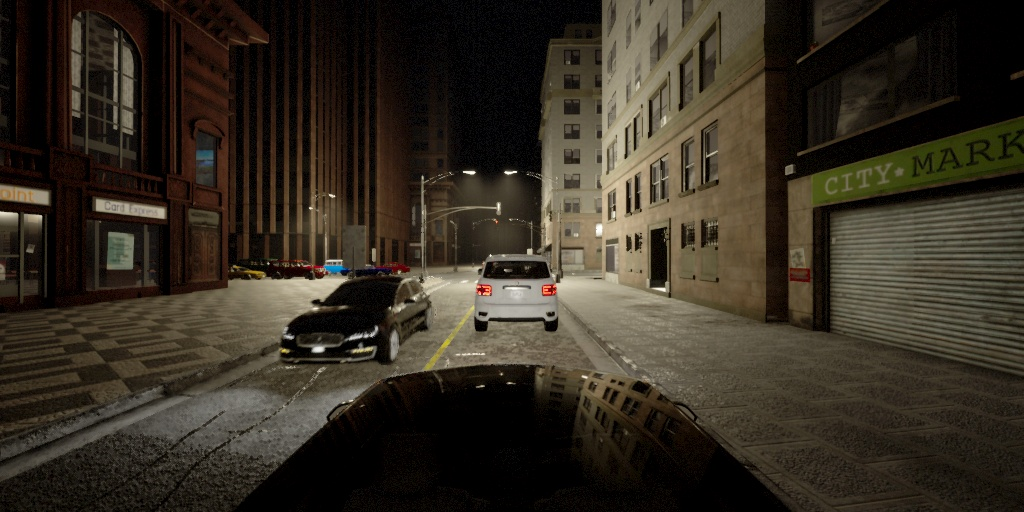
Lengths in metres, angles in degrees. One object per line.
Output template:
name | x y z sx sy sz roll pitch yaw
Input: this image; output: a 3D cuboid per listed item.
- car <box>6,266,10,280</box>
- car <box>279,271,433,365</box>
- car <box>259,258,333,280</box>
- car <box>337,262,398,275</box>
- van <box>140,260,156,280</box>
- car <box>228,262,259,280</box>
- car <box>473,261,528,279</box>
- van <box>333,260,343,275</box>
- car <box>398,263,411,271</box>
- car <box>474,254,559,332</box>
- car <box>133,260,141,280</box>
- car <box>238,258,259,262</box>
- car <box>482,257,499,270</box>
car | -47.742 1.849 32.834 4.403 1.370 2.007 0 0 0
car | -3.102 1.257 8.168 1.837 1.490 4.892 0 0 0
car | -19.621 1.273 32.733 5.009 1.841 2.192 0 0 0
car | -14.145 1.506 35.285 4.718 1.301 1.895 -1 0 0
van | -30.870 1.435 32.774 3.998 1.789 1.690 0 0 0
car | -25.076 1.552 32.753 4.829 1.417 1.751 0 0 0
car | -1.016 1.230 33.406 4.902 1.511 2.128 0 -1 -44
van | -19.600 1.340 41.259 3.998 1.789 1.690 0 0 0
car | -13.976 1.477 41.239 4.507 1.381 1.888 0 0 0
car | 0.100 0.974 11.046 2.150 2.045 5.566 0 0 0
car | -34.466 1.372 35.370 5.566 2.045 2.150 -1 0 0
car | -24.110 1.247 35.314 5.566 2.045 2.150 -1 0 -1
car | -3.111 1.097 51.765 2.097 1.767 4.553 0 0 1
